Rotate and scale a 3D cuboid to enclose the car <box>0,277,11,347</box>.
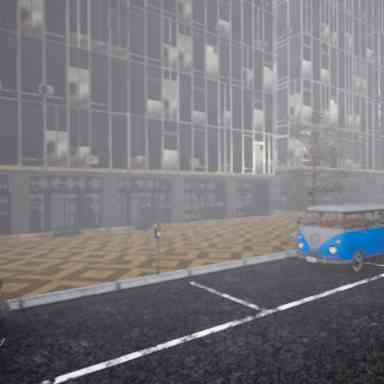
[{"bbox_3d":[-4.386,1.567,3.428,4.403,1.369,2.008,-1,0,-36],"label":"car"}]

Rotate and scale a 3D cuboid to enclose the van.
[{"bbox_3d":[4.877,1.253,10.043,3.998,1.788,1.690,-1,0,-36],"label":"van"}]
